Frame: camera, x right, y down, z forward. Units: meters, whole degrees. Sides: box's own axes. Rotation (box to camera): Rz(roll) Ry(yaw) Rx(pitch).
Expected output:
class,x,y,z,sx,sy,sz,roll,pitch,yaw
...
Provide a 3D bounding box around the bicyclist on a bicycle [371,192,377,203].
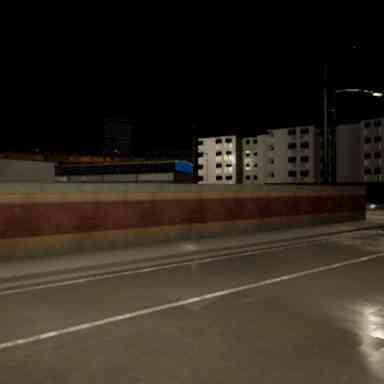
class,x,y,z,sx,sy,sz,roll,pitch,yaw
bicyclist on a bicycle,27.700,0.880,50.551,1.656,1.620,0.582,-1,1,-35
